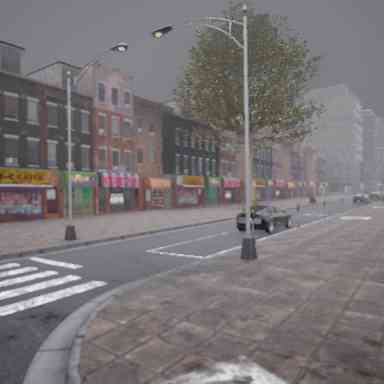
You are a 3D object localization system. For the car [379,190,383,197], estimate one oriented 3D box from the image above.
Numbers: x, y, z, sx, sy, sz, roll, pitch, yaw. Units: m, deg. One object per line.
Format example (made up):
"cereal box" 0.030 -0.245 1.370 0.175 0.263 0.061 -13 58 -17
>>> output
"car" 41.302 0.388 71.052 1.752 1.417 4.829 0 1 35

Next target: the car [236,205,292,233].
"car" 3.918 1.354 17.880 1.947 1.339 4.313 0 1 35

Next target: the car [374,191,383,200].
"car" 31.883 0.648 57.654 2.008 1.369 4.403 0 1 35

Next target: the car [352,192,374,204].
"car" 22.561 0.879 44.396 2.008 1.369 4.403 0 1 35

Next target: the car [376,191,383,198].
"car" 38.097 0.509 66.493 1.947 1.339 4.313 0 1 35

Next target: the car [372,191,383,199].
"car" 34.990 0.586 62.074 1.947 1.339 4.313 0 1 35
